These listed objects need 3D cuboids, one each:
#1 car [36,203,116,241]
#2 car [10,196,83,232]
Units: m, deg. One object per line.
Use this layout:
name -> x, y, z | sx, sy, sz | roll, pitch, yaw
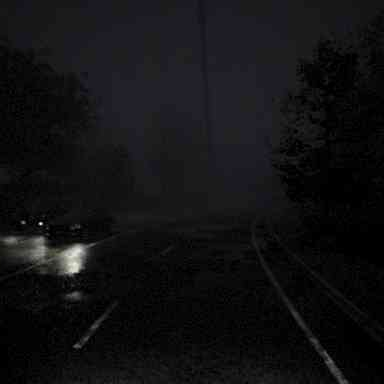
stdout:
car -> -5.643, 1.532, 17.362 | 1.882, 1.535, 5.008 | 0, 0, 9
car -> -8.665, 1.306, 20.735 | 2.150, 2.045, 5.566 | 0, 0, 10
